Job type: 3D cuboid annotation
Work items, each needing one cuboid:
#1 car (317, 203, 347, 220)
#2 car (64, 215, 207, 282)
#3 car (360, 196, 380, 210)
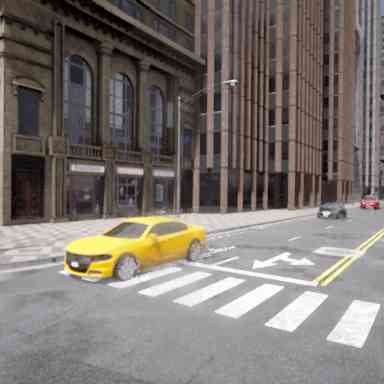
[{"bbox_3d":[12.950,1.735,30.610,2.128,1.511,4.902,1,0,35],"label":"car"},{"bbox_3d":[-1.465,1.534,10.289,1.882,1.535,5.008,1,0,35],"label":"car"},{"bbox_3d":[27.076,1.618,50.516,2.150,2.045,5.566,1,0,35],"label":"car"}]
